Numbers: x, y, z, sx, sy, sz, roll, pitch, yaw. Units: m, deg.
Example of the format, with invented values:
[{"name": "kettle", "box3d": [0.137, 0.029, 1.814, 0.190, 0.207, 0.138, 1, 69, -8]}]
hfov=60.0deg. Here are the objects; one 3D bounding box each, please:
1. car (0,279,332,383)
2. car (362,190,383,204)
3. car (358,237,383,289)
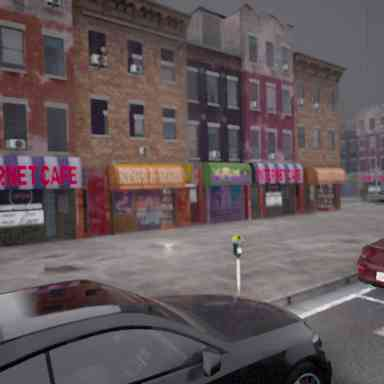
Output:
[{"name": "car", "box3d": [-0.823, 1.502, 2.695, 4.674, 1.442, 1.812, -2, 1, -35]}, {"name": "car", "box3d": [19.923, 0.520, 34.405, 1.994, 1.385, 4.181, -2, 1, -36]}, {"name": "car", "box3d": [5.517, 1.280, 6.823, 4.674, 1.442, 1.812, -2, 1, -24]}]
